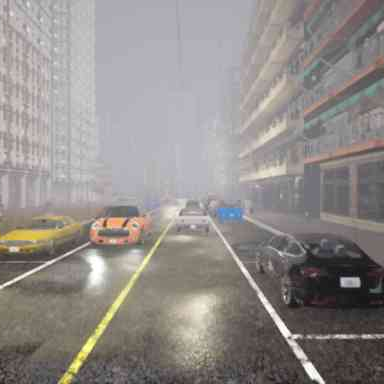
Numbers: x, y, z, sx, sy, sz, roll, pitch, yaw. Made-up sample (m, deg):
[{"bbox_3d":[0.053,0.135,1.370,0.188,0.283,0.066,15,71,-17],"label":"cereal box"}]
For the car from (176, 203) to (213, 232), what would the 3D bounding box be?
[{"bbox_3d":[0.073,1.598,20.136,1.895,1.301,4.718,0,0,0],"label":"car"}]

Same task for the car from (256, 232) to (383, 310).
[{"bbox_3d":[2.682,1.564,7.713,1.947,1.339,4.313,0,0,0],"label":"car"}]

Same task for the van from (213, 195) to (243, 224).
[{"bbox_3d":[2.679,1.338,24.295,1.690,1.788,3.998,0,0,0],"label":"van"}]

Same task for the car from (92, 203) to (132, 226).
[{"bbox_3d":[-5.701,1.542,24.295,1.887,1.381,4.507,0,0,0],"label":"car"}]

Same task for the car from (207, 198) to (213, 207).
[{"bbox_3d":[2.679,1.542,29.823,1.887,1.381,4.507,0,0,0],"label":"car"}]

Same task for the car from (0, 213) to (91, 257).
[{"bbox_3d":[-5.699,1.523,13.069,1.752,1.417,4.829,0,0,0],"label":"car"}]

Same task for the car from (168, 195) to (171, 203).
[{"bbox_3d":[-5.710,1.327,62.988,2.192,1.841,5.009,0,0,0],"label":"car"}]

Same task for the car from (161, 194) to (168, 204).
[{"bbox_3d":[-5.708,1.558,57.461,2.008,1.369,4.403,0,0,0],"label":"car"}]

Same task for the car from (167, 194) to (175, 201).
[{"bbox_3d":[-5.715,1.478,90.626,1.967,1.590,4.097,0,0,0],"label":"car"}]

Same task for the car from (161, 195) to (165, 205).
[{"bbox_3d":[-5.706,1.586,51.932,1.802,1.307,4.206,0,0,0],"label":"car"}]

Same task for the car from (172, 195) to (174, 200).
[{"bbox_3d":[-5.711,1.566,74.043,1.887,1.381,4.507,0,0,0],"label":"car"}]

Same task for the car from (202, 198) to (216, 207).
[{"bbox_3d":[2.674,1.570,51.933,1.947,1.339,4.313,0,0,0],"label":"car"}]

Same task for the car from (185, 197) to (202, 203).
[{"bbox_3d":[0.091,1.493,45.910,2.128,1.511,4.902,0,0,0],"label":"car"}]

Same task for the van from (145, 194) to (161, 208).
[{"bbox_3d":[-5.707,1.342,46.405,1.690,1.788,3.998,0,0,0],"label":"van"}]

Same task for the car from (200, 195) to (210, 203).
[{"bbox_3d":[2.670,1.456,68.517,1.967,1.590,4.097,0,0,0],"label":"car"}]

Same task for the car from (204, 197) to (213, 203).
[{"bbox_3d":[2.678,1.549,35.351,2.008,1.369,4.403,0,0,0],"label":"car"}]

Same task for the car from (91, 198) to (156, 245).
[{"bbox_3d":[-3.087,1.350,15.310,2.097,1.767,4.553,0,0,0],"label":"car"}]

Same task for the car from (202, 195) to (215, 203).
[{"bbox_3d":[2.674,1.314,40.879,2.192,1.841,5.009,0,0,0],"label":"car"}]
